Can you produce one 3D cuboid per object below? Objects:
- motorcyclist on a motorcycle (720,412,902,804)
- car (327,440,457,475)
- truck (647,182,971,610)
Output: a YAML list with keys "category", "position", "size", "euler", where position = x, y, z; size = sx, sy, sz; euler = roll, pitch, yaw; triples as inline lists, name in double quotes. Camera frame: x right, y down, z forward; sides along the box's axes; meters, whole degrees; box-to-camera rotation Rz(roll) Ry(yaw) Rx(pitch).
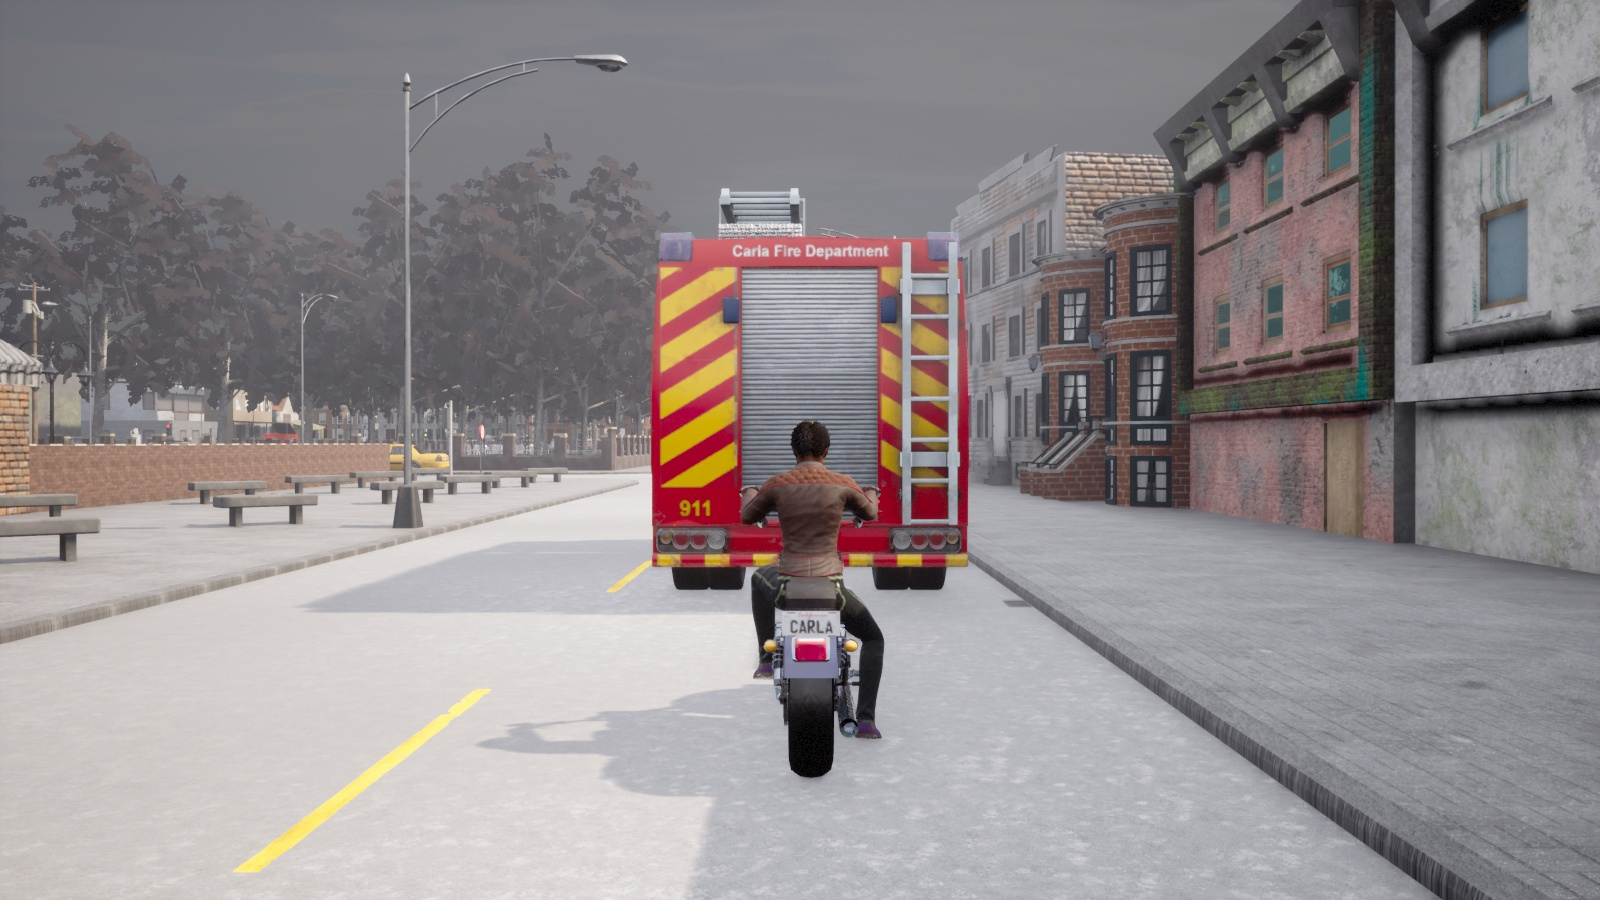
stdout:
- category: "motorcyclist on a motorcycle"
  position: [0.052, 0.660, 6.460]
  size: [0.766, 1.649, 2.350]
  euler: [0, 0, 0]
- category: "car"
  position: [-18.580, 0.347, 57.321]
  size: [5.366, 1.575, 1.801]
  euler: [0, 0, -2]
- category: "truck"
  position: [0.104, -0.505, 15.458]
  size: [2.891, 3.827, 8.468]
  euler: [0, 0, 0]
